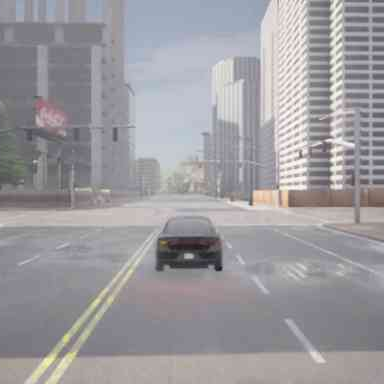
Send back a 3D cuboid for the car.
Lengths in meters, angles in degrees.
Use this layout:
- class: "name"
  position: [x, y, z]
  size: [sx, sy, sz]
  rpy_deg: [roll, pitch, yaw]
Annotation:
- class: "car"
  position: [-0.087, 1.485, 10.937]
  size: [1.882, 1.535, 5.008]
  rpy_deg: [0, 0, 0]
